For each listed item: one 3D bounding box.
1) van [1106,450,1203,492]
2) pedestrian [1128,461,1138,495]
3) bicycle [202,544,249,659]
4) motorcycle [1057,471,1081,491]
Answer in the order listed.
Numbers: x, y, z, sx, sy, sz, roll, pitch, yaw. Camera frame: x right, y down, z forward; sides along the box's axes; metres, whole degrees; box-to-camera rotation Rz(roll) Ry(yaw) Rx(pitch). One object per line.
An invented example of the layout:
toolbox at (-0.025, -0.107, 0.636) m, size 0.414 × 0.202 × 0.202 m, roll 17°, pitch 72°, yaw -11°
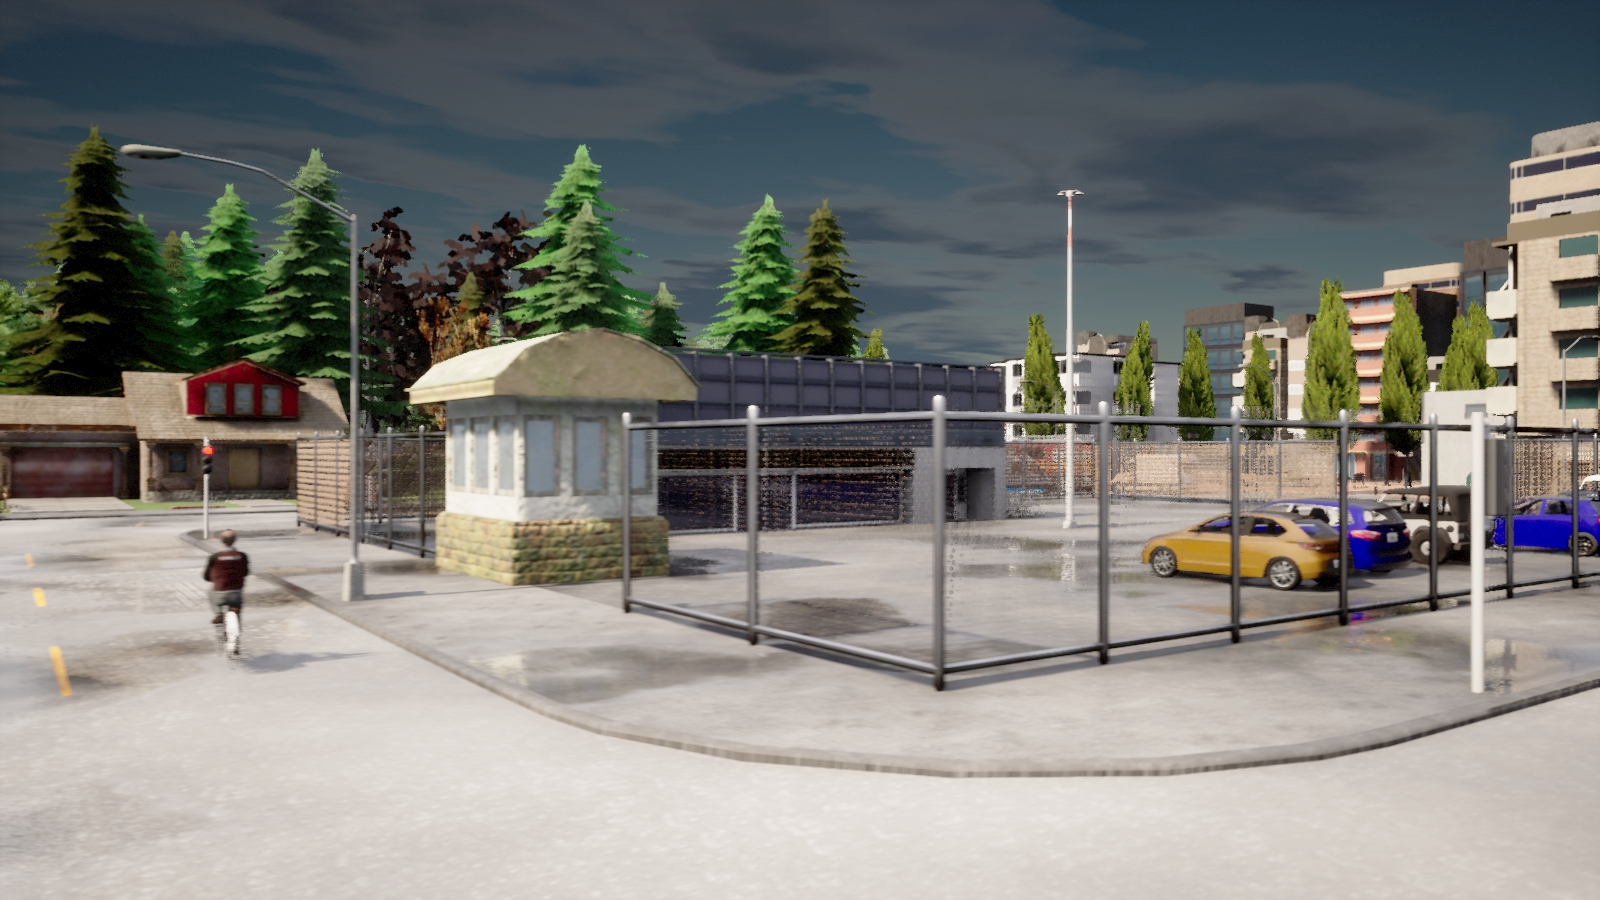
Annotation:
van at (22.464, 1.315, 72.657) m, size 1.988 × 2.561 × 5.915 m, roll 0°, pitch 0°, yaw -35°
pedestrian at (18.285, 1.517, 62.785) m, size 0.375 × 1.860 × 0.375 m, roll 0°, pitch 0°, yaw -42°
bicycle at (-7.546, 1.940, 14.981) m, size 0.329 × 1.271 × 1.835 m, roll 0°, pitch 0°, yaw -34°
motorcycle at (17.220, 1.963, 73.054) m, size 0.856 × 1.236 × 1.805 m, roll 0°, pitch 0°, yaw 37°
